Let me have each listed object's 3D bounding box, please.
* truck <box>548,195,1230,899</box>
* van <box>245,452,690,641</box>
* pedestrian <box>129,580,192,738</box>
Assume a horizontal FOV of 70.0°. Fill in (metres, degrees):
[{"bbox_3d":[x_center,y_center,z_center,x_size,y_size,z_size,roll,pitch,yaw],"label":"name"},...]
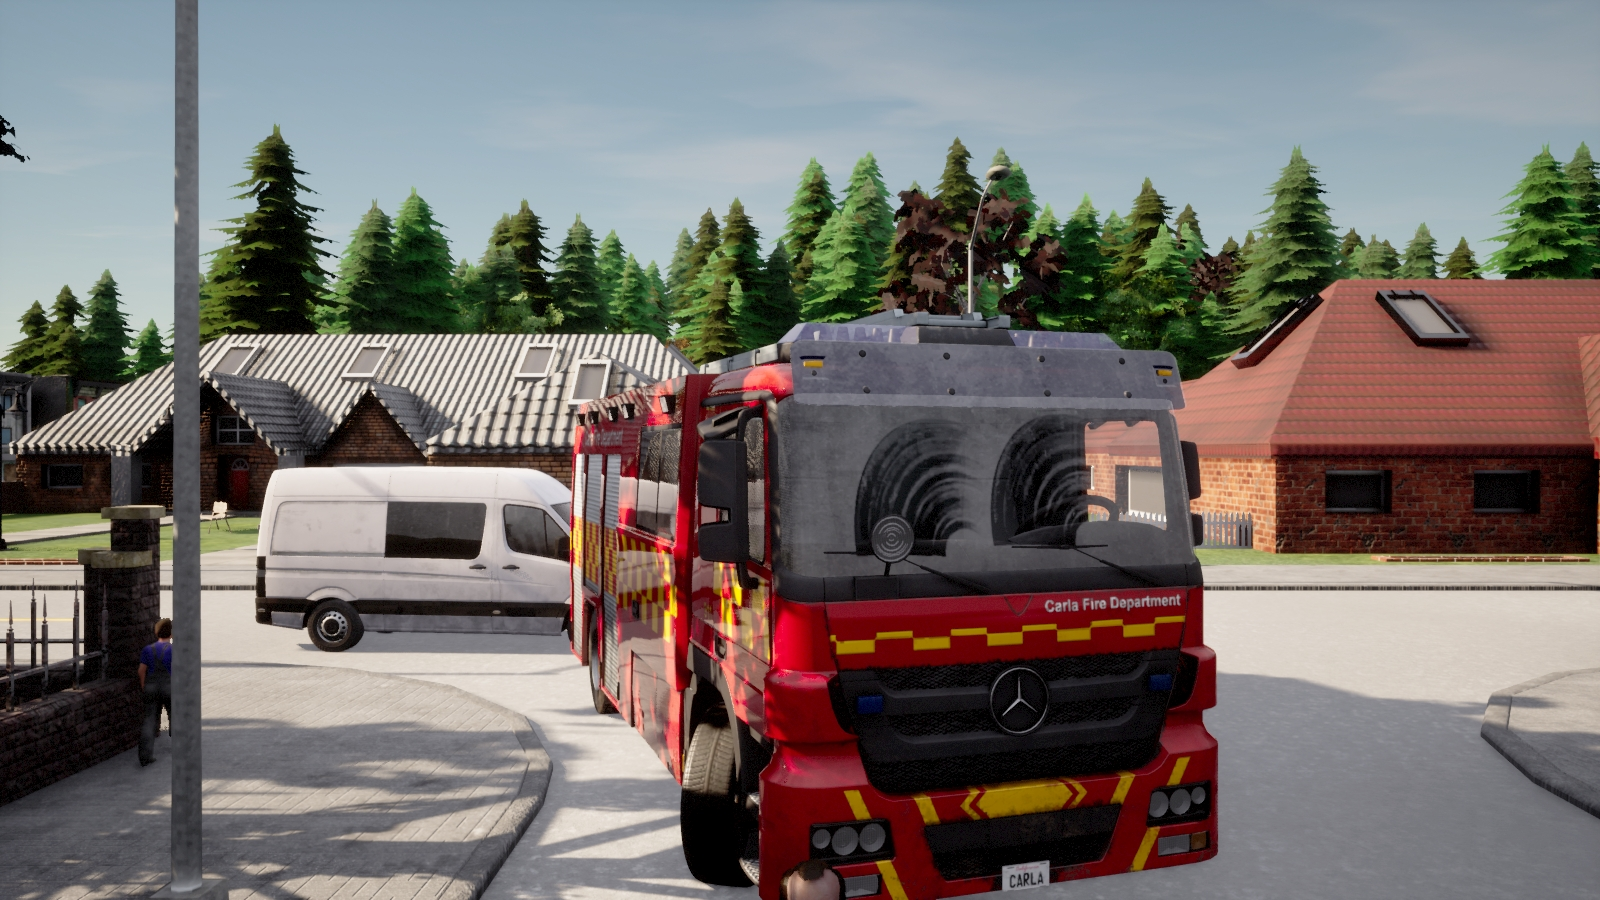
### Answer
[{"bbox_3d":[-0.279,0.670,10.050,2.891,3.827,8.468,0,0,-19],"label":"truck"},{"bbox_3d":[-4.701,1.314,16.673,5.915,2.561,1.988,0,0,4],"label":"van"},{"bbox_3d":[-5.564,1.806,9.957,0.375,1.300,0.375,0,0,-9],"label":"pedestrian"}]
